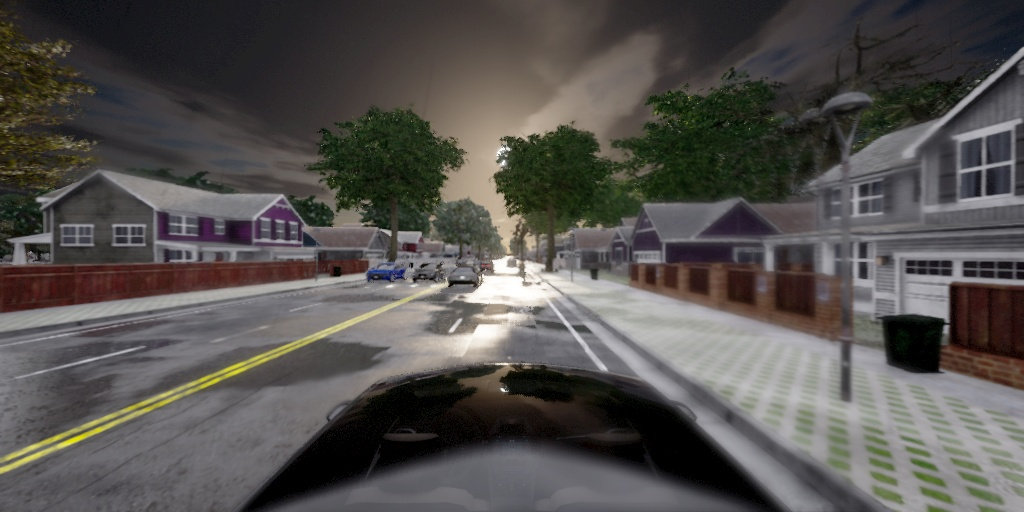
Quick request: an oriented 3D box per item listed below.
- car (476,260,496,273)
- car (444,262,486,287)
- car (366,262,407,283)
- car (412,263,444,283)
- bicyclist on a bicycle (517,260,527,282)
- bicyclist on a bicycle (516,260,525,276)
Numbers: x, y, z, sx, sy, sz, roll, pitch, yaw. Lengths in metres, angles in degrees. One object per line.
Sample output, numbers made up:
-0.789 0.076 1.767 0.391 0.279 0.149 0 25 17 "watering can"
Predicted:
-3.142 1.325 45.478 1.837 1.490 4.892 0 0 0 "car"
-3.146 1.349 24.764 1.994 1.385 4.181 0 0 0 "car"
-9.839 1.269 28.466 1.882 1.535 5.008 0 0 0 "car"
-6.589 1.297 28.772 1.837 1.490 4.892 0 0 0 "car"
0.898 1.244 28.516 0.582 1.620 1.656 0 -1 0 "bicyclist on a bicycle"
0.901 1.244 37.837 0.866 1.612 1.509 0 0 0 "bicyclist on a bicycle"
